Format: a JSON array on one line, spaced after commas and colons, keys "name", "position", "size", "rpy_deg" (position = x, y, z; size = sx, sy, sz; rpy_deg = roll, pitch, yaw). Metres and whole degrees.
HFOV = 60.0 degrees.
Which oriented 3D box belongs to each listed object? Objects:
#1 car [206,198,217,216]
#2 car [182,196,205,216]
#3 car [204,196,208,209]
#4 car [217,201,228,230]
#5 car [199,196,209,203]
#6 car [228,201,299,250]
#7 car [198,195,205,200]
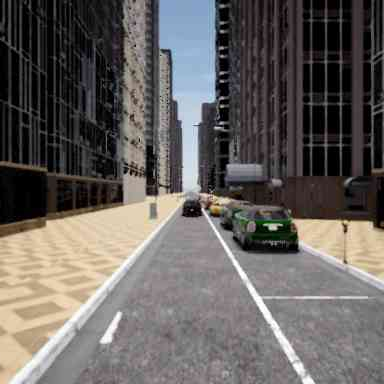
[{"name": "car", "position": [2.561, 1.517, 32.021], "size": [1.752, 1.417, 4.829], "rpy_deg": [0, 0, 0]}, {"name": "car", "position": [0.021, 1.469, 32.726], "size": [1.882, 1.535, 5.008], "rpy_deg": [0, 0, 1]}, {"name": "car", "position": [2.560, 1.532, 42.953], "size": [1.887, 1.381, 4.507], "rpy_deg": [0, 0, 0]}, {"name": "car", "position": [2.986, 1.348, 21.403], "size": [2.097, 1.767, 4.553], "rpy_deg": [0, 0, 0]}, {"name": "car", "position": [2.558, 1.522, 70.710], "size": [2.008, 1.369, 4.403], "rpy_deg": [0, 0, 0]}, {"name": "car", "position": [2.986, 1.350, 14.403], "size": [2.097, 1.767, 4.553], "rpy_deg": [0, 0, 0]}, {"name": "car", "position": [2.557, 1.498, 92.915], "size": [1.887, 1.381, 4.507], "rpy_deg": [0, 0, 0]}]
